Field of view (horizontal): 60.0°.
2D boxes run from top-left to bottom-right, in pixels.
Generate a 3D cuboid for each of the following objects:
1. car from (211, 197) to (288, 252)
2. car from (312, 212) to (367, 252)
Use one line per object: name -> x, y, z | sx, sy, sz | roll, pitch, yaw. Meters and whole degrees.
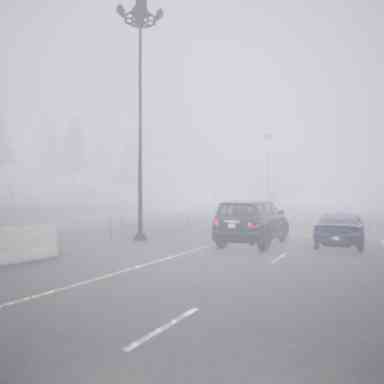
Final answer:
car -> 2.779, 1.386, 15.066 | 2.150, 2.045, 5.566 | 0, 0, 28
car -> 6.652, 1.632, 14.907 | 1.882, 1.535, 5.008 | 0, 0, 28
